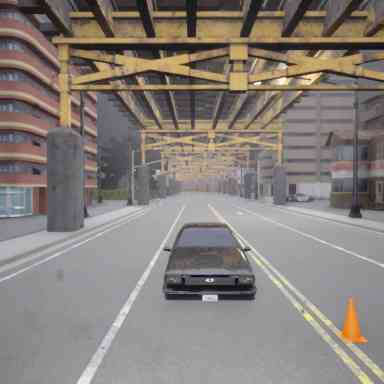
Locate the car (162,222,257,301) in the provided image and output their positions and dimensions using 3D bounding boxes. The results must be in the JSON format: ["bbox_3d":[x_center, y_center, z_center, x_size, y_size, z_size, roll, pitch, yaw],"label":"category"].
[{"bbox_3d":[0.362,1.533,8.725,2.033,1.411,5.357,0,0,1],"label":"car"}]

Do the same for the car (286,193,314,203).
[{"bbox_3d":[17.469,1.006,54.837,4.974,1.542,2.038,0,1,-20],"label":"car"}]

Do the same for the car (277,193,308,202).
[{"bbox_3d":[17.817,0.958,58.994,4.974,1.542,2.038,0,1,25],"label":"car"}]

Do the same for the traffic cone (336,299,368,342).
[{"bbox_3d":[2.454,1.949,5.118,0.340,0.580,0.340,0,0,0],"label":"traffic cone"}]

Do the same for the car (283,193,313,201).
[{"bbox_3d":[17.517,0.848,54.853,4.536,1.218,1.853,0,1,-20],"label":"car"}]

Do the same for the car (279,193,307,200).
[{"bbox_3d":[17.864,0.801,58.971,4.536,1.218,1.853,0,1,25],"label":"car"}]
